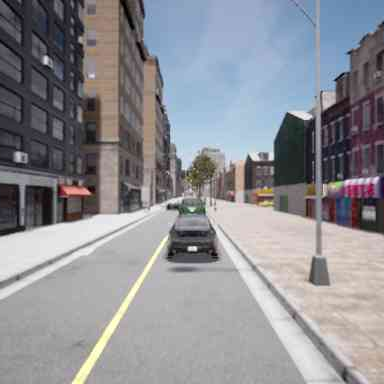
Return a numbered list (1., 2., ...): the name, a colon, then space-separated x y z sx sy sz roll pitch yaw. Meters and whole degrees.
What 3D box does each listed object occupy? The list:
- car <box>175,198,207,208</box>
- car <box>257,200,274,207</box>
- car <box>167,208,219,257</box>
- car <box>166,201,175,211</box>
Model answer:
1. car: 0.032 1.479 27.557 2.150 2.045 5.566 0 0 0
2. car: 13.935 2.088 58.273 4.829 1.417 1.752 0 -1 0
3. car: 0.031 1.639 13.490 1.837 1.490 4.892 0 0 0
4. car: -2.727 2.024 48.796 1.895 1.301 4.718 0 0 0
